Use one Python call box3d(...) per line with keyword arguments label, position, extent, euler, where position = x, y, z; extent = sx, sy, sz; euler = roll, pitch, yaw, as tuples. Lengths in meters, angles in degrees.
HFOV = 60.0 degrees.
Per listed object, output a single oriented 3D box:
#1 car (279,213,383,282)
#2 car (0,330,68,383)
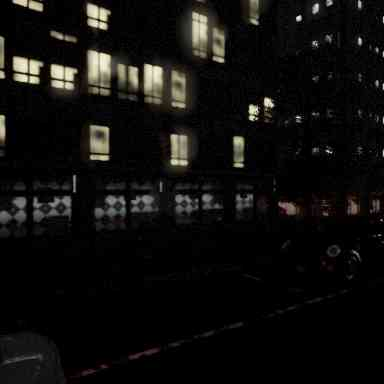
box3d(label="car", position=(4.421, 1.473, 9.737), extent=(4.097, 1.590, 1.967), euler=(0, -1, -36))
box3d(label="car", position=(-2.877, 1.519, 1.324), extent=(4.674, 1.442, 1.812), euler=(0, 0, -36))
